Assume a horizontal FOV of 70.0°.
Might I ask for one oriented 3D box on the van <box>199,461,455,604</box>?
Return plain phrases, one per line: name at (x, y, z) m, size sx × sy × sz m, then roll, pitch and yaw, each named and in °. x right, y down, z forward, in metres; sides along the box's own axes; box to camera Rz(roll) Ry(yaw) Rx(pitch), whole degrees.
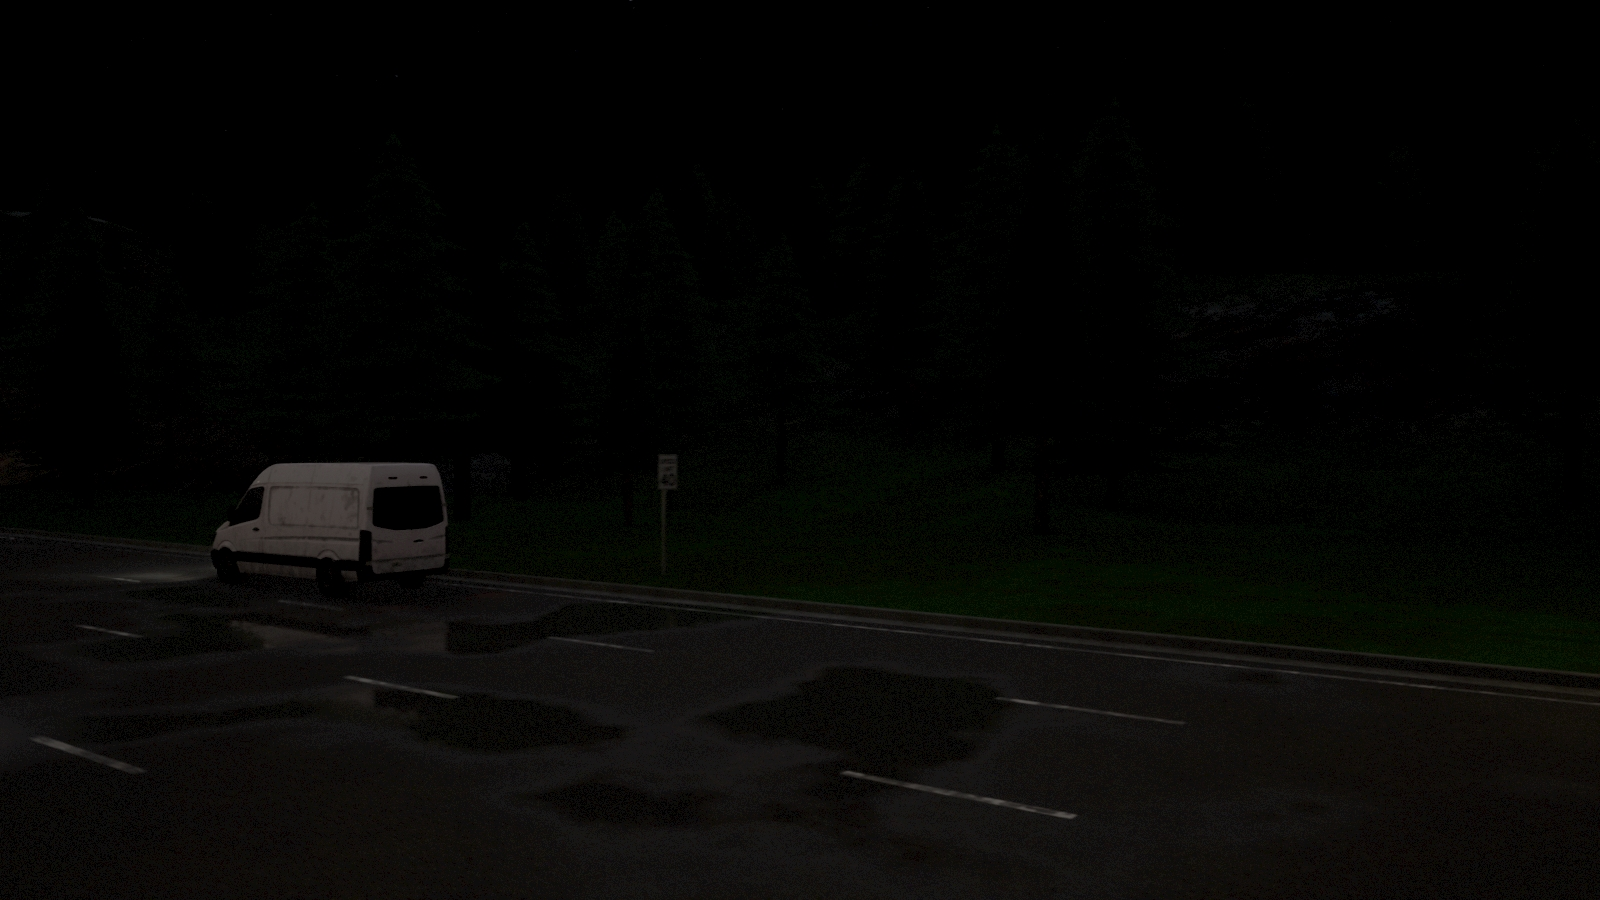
van at (-9.810, 1.534, 23.457) m, size 5.915 × 2.561 × 1.988 m, roll 0°, pitch 0°, yaw 35°
